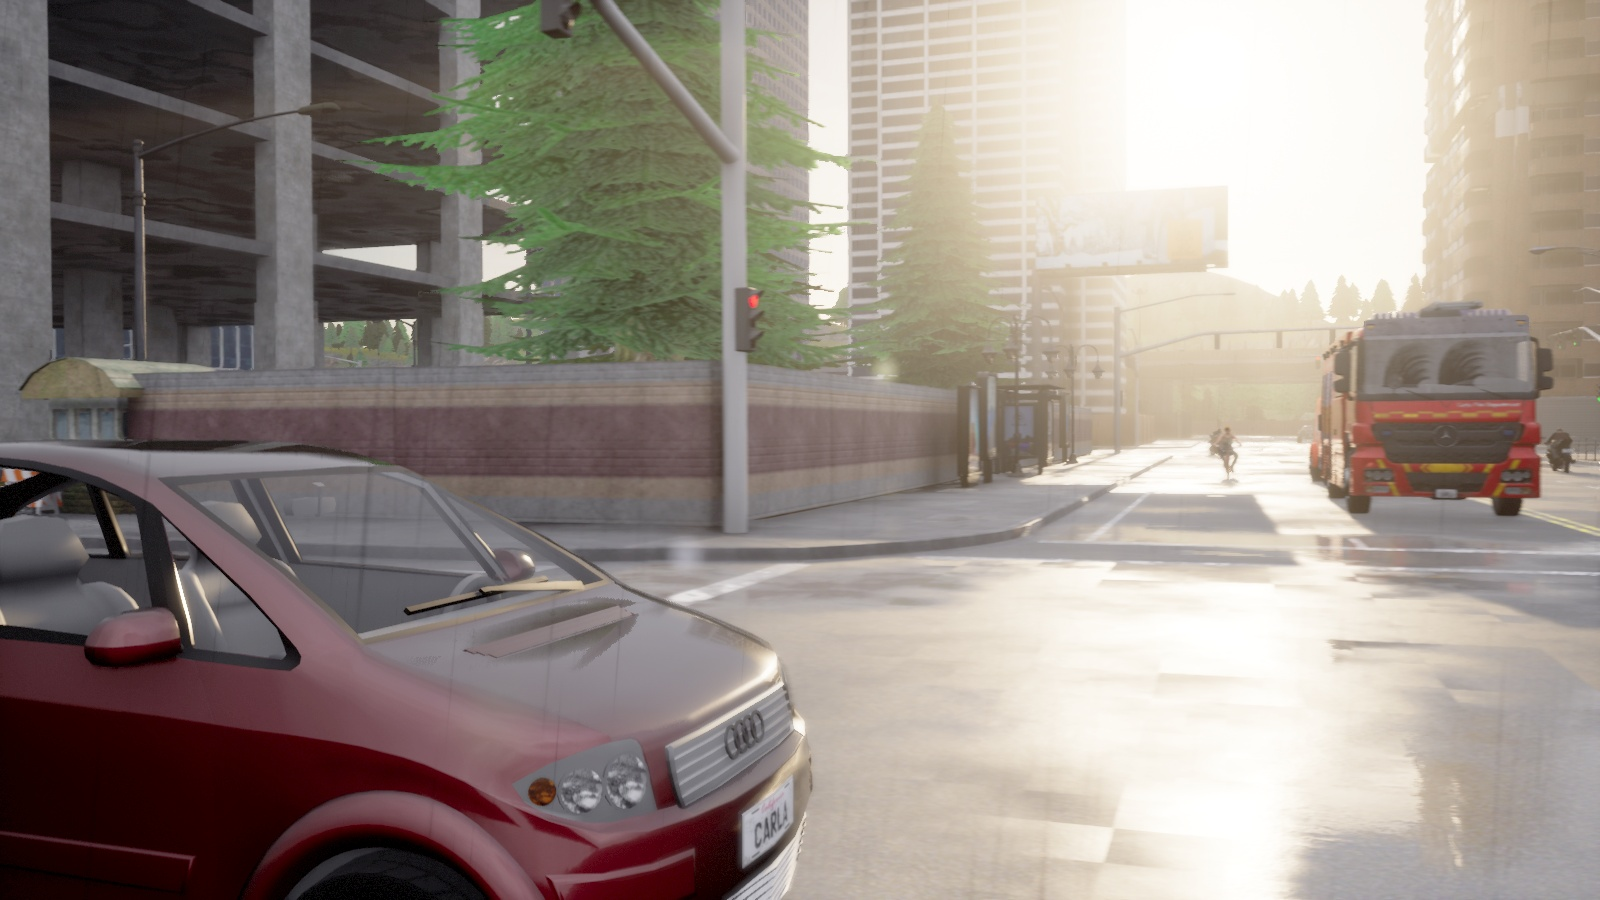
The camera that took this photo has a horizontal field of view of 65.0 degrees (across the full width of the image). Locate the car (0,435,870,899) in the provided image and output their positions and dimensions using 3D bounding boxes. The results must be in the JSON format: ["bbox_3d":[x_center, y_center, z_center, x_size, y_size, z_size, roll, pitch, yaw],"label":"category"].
[{"bbox_3d":[-1.818,0.738,3.802,3.705,1.549,1.789,0,1,19],"label":"car"}]

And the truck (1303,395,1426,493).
[{"bbox_3d":[15.340,-0.195,34.435,2.627,2.467,5.204,0,1,19],"label":"truck"}]

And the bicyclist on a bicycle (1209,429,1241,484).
[{"bbox_3d":[12.665,0.168,37.422,0.866,1.612,1.509,0,1,19],"label":"bicyclist on a bicycle"}]

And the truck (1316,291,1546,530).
[{"bbox_3d":[11.949,-0.714,24.593,2.891,3.827,8.468,0,1,19],"label":"truck"}]

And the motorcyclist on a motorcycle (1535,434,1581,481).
[{"bbox_3d":[25.376,0.217,42.098,0.866,1.530,2.191,0,1,19],"label":"motorcyclist on a motorcycle"}]
